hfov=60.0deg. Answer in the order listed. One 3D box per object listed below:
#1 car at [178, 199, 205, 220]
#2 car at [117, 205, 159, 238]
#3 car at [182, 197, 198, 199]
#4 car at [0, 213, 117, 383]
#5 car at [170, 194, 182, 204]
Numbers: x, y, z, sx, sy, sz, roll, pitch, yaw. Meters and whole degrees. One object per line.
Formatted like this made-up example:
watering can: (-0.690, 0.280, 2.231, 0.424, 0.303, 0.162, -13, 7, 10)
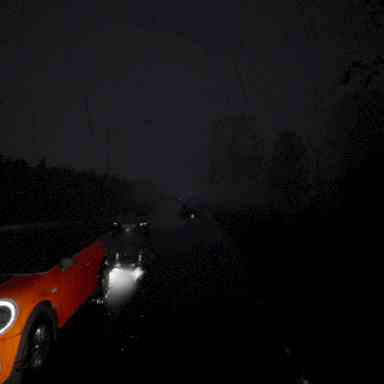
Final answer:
car: (0.056, 1.538, 27.437, 1.895, 1.301, 4.718, 0, 0, 0)
car: (-2.841, 1.454, 17.364, 2.128, 1.511, 4.902, 0, 0, 0)
car: (0.062, 1.359, 44.484, 1.882, 1.535, 5.008, 0, 0, 0)
car: (-2.849, 1.341, 5.418, 2.097, 1.767, 4.553, 0, 0, 0)
car: (-2.811, 1.167, 60.243, 2.097, 1.767, 4.553, 0, 0, 1)
